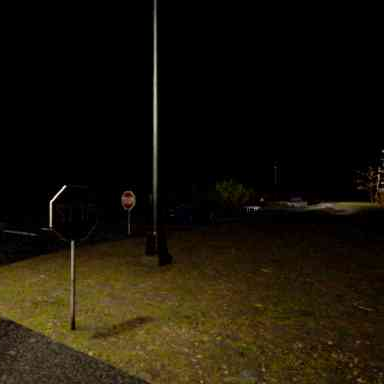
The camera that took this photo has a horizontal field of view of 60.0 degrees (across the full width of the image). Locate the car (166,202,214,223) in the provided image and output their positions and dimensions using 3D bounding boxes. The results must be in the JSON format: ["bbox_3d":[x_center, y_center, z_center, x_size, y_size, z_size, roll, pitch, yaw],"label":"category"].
[{"bbox_3d":[-0.062,1.567,26.612,1.882,1.535,5.008,0,0,34],"label":"car"}]

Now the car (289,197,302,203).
[{"bbox_3d":[22.833,1.732,73.255,1.812,1.442,4.674,0,0,34],"label":"car"}]

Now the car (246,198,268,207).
[{"bbox_3d":[10.907,1.713,55.510,2.033,1.411,5.357,0,0,34],"label":"car"}]

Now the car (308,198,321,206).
[{"bbox_3d":[22.589,1.750,61.507,2.033,1.411,5.357,0,0,27],"label":"car"}]
